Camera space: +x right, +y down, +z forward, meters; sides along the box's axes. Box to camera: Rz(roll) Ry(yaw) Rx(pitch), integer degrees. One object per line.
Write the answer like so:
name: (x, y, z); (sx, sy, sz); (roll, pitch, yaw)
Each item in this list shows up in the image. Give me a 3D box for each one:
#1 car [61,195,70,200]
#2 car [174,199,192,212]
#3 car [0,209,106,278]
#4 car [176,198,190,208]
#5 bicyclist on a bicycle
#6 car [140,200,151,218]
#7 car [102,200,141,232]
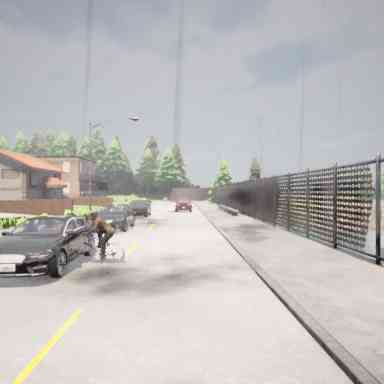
car: (-18.499, 1.134, 45.112); (3.633, 1.501, 1.845); (0, 0, -2)
car: (-0.949, 1.526, 38.067); (1.812, 1.442, 4.674); (0, 0, -1)
car: (-4.351, 1.493, 10.155); (2.128, 1.511, 4.902); (0, 0, -2)
car: (-1.277, 1.601, 48.235); (1.895, 1.301, 4.718); (0, 0, -1)
bicyclist on a bicycle: (-2.939, 1.471, 10.455); (1.656, 1.620, 0.582); (2, 0, -1)
car: (-4.885, 1.478, 30.666); (1.882, 1.535, 5.008); (0, 0, -1)
car: (-4.613, 1.492, 20.052); (2.128, 1.511, 4.902); (0, 0, -2)
